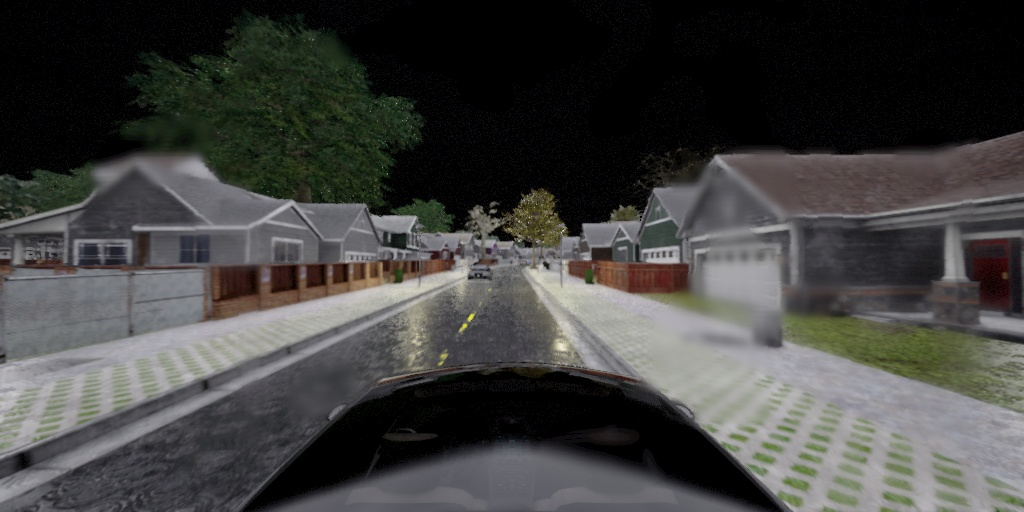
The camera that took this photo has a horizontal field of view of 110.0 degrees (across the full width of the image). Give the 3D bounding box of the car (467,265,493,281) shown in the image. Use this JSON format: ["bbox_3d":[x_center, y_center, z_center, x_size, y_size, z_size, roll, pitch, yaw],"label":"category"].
[{"bbox_3d":[-2.777,1.461,31.988,1.994,1.385,4.181,0,0,1],"label":"car"}]
